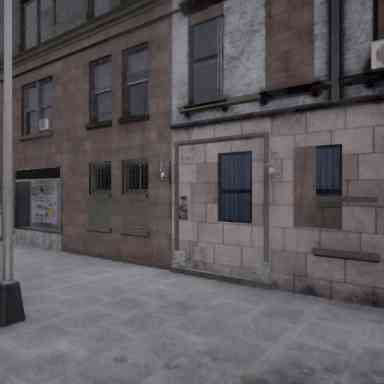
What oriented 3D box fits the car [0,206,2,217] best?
[{"bbox_3d":[-15.716,1.454,31.052,1.882,1.535,5.008,0,0,36],"label":"car"}]
